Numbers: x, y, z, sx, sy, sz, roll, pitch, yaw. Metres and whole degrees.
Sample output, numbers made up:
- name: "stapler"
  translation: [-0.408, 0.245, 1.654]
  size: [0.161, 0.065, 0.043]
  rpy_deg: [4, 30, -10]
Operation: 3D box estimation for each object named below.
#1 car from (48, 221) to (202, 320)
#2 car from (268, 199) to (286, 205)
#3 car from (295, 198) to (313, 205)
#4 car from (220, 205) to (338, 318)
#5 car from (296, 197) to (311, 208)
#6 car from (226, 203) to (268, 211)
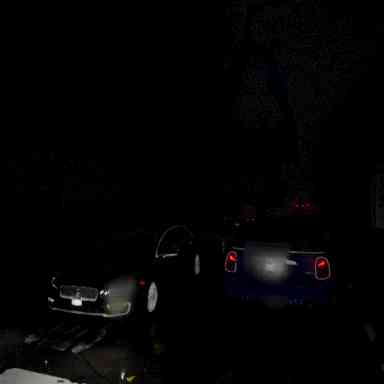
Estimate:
- name: "car"
  translation: [-1.134, 1.506, 7.692]
  size: [1.837, 1.490, 4.892]
  rpy_deg: [0, 1, 18]
- name: "car"
  translation: [10.228, 1.514, 40.200]
  size: [1.994, 1.385, 4.181]
  rpy_deg: [0, 0, 19]
- name: "car"
  translation: [12.610, 1.505, 37.688]
  size: [2.033, 1.411, 5.357]
  rpy_deg: [0, 0, 20]
- name: "car"
  translation: [2.141, 1.356, 7.823]
  size: [2.097, 1.767, 4.553]
  rpy_deg: [0, 0, 19]
- name: "car"
  translation: [15.669, 1.462, 46.629]
  size: [1.994, 1.385, 4.181]
  rpy_deg: [0, 0, 19]
- name: "car"
  translation: [3.274, 1.487, 20.487]
  size: [1.882, 1.535, 5.008]
  rpy_deg: [0, 0, 19]
